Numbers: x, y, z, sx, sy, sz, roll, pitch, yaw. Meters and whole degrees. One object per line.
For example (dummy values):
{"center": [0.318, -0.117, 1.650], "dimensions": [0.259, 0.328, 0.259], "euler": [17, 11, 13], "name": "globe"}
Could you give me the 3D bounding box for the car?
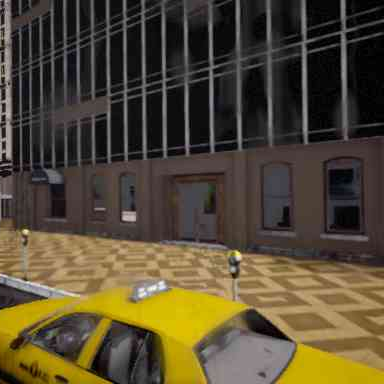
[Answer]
{"center": [-0.618, 1.550, 3.319], "dimensions": [4.829, 1.417, 1.752], "euler": [-1, -1, 35], "name": "car"}
